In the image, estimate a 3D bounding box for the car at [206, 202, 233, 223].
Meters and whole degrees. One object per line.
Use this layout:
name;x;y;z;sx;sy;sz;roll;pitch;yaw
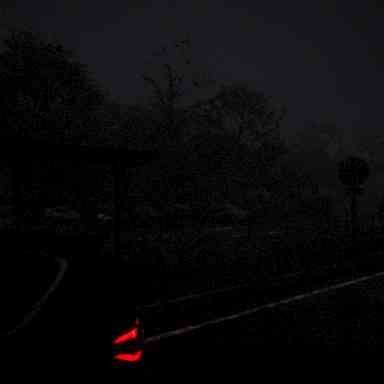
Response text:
car;0.707;1.699;27.282;2.163;1.488;4.792;1;0;-36

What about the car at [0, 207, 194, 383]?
car;-2.903;1.209;1.612;5.566;2.045;2.150;1;0;-36

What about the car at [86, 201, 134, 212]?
car;-6.061;1.453;22.438;2.185;1.767;4.553;1;0;-36

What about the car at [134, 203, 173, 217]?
car;-3.791;1.608;24.033;2.097;1.535;5.008;1;0;-36

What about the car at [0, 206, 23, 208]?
car;-10.554;1.519;19.176;2.097;1.535;5.008;1;0;-36

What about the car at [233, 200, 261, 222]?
car;3.088;1.697;28.723;1.946;1.575;5.366;1;0;-36

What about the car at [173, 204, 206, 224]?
car;-1.528;1.640;25.639;2.231;1.521;4.892;1;0;-36

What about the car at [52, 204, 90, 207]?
car;-8.299;1.589;20.794;2.002;1.452;4.674;1;0;-36

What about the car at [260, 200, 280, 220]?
car;5.220;1.760;30.515;2.163;1.488;4.792;1;0;-36

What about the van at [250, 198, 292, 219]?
van;7.563;1.536;32.012;1.878;1.987;4.442;1;0;-36
